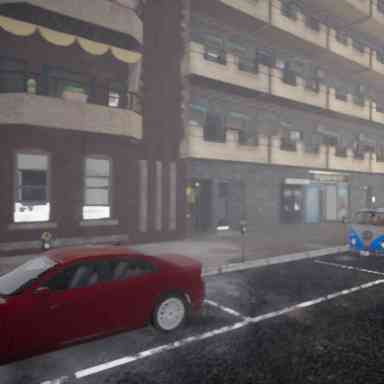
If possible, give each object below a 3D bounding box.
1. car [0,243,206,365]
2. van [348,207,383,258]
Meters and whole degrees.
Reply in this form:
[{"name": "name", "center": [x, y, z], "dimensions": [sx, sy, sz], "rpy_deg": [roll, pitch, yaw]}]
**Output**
[{"name": "car", "center": [-1.864, 1.552, 5.228], "dimensions": [4.507, 1.381, 1.887], "rpy_deg": [0, 0, -36]}, {"name": "van", "center": [7.127, 1.404, 11.644], "dimensions": [3.998, 1.788, 1.690], "rpy_deg": [0, 0, -36]}]
